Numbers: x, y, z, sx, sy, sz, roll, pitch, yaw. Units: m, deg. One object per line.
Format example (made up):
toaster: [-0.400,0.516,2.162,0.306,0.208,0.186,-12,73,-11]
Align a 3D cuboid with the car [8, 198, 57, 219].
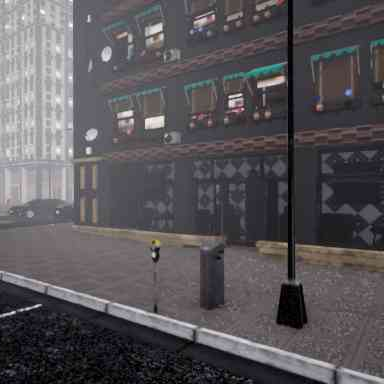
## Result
car: [-11.901,1.238,26.400,1.837,1.490,4.892,0,1,35]

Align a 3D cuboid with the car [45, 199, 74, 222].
car: [-7.336,1.279,22.805,1.947,1.339,4.313,1,1,35]
